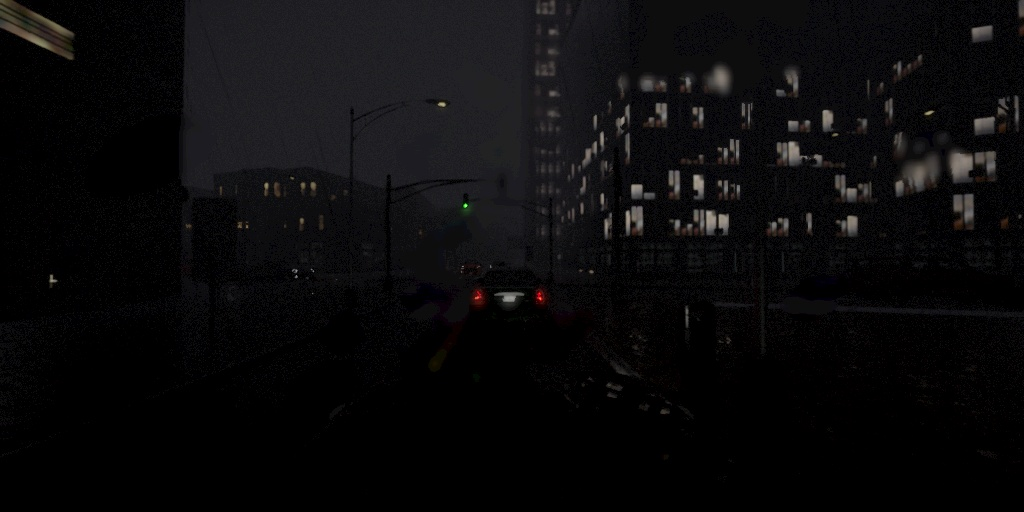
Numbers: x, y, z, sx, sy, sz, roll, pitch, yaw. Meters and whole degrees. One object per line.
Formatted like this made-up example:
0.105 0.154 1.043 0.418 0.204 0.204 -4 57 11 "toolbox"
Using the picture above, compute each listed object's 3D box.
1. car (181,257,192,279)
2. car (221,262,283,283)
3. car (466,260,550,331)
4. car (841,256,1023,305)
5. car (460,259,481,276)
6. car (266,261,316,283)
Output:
-27.895 1.083 32.257 5.566 2.045 2.150 -1 -1 19 "car"
-19.825 1.344 26.802 4.313 1.339 1.948 0 0 19 "car"
-0.080 1.110 11.243 2.097 1.767 4.553 0 0 -1 "car"
16.216 0.929 14.066 5.009 1.841 2.192 0 0 19 "car"
-4.255 1.135 37.667 2.097 1.767 4.553 0 0 -5 "car"
-18.143 1.168 28.841 4.553 1.767 2.097 0 -1 19 "car"
